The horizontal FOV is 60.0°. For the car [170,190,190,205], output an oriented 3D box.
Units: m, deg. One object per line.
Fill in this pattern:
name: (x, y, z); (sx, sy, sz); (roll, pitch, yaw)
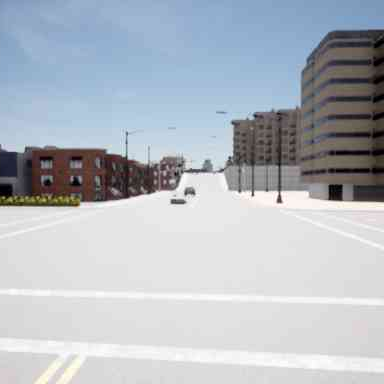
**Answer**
car: (-1.633, 0.845, 40.972); (1.895, 1.301, 4.718); (0, 2, 3)

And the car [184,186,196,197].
car: (-0.418, -0.161, 66.745); (2.150, 2.045, 5.566); (0, 2, 3)
